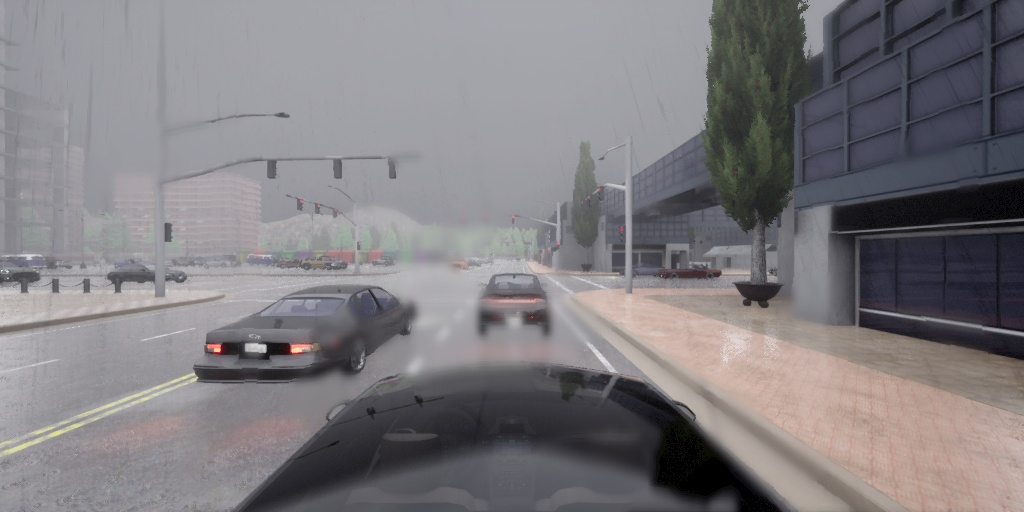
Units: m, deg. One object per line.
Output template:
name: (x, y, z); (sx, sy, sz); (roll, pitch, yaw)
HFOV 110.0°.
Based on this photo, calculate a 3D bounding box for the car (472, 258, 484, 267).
car: (-6.787, 1.351, 64.579); (1.895, 1.301, 4.718); (0, 0, 2)

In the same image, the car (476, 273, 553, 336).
car: (0.068, 1.242, 10.382); (2.128, 1.511, 4.902); (0, 0, 0)

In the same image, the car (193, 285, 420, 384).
car: (-3.437, 1.297, 7.352); (2.033, 1.411, 5.357); (0, 0, 0)

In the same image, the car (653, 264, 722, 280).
car: (14.765, 1.351, 30.093); (4.718, 1.301, 1.895); (0, 0, 0)

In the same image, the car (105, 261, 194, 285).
car: (-26.030, 1.276, 25.626); (4.674, 1.442, 1.812); (0, 0, 0)

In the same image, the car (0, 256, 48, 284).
car: (-36.925, 1.103, 25.596); (4.553, 1.767, 2.097); (0, 0, 0)

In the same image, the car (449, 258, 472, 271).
car: (-7.107, 1.101, 48.574); (2.097, 1.767, 4.553); (0, 0, 1)

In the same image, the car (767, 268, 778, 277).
car: (26.777, 1.351, 33.545); (4.718, 1.301, 1.895); (0, 0, 0)

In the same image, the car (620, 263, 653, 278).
car: (12.276, 1.314, 33.602); (4.181, 1.385, 1.994); (0, 0, 0)
